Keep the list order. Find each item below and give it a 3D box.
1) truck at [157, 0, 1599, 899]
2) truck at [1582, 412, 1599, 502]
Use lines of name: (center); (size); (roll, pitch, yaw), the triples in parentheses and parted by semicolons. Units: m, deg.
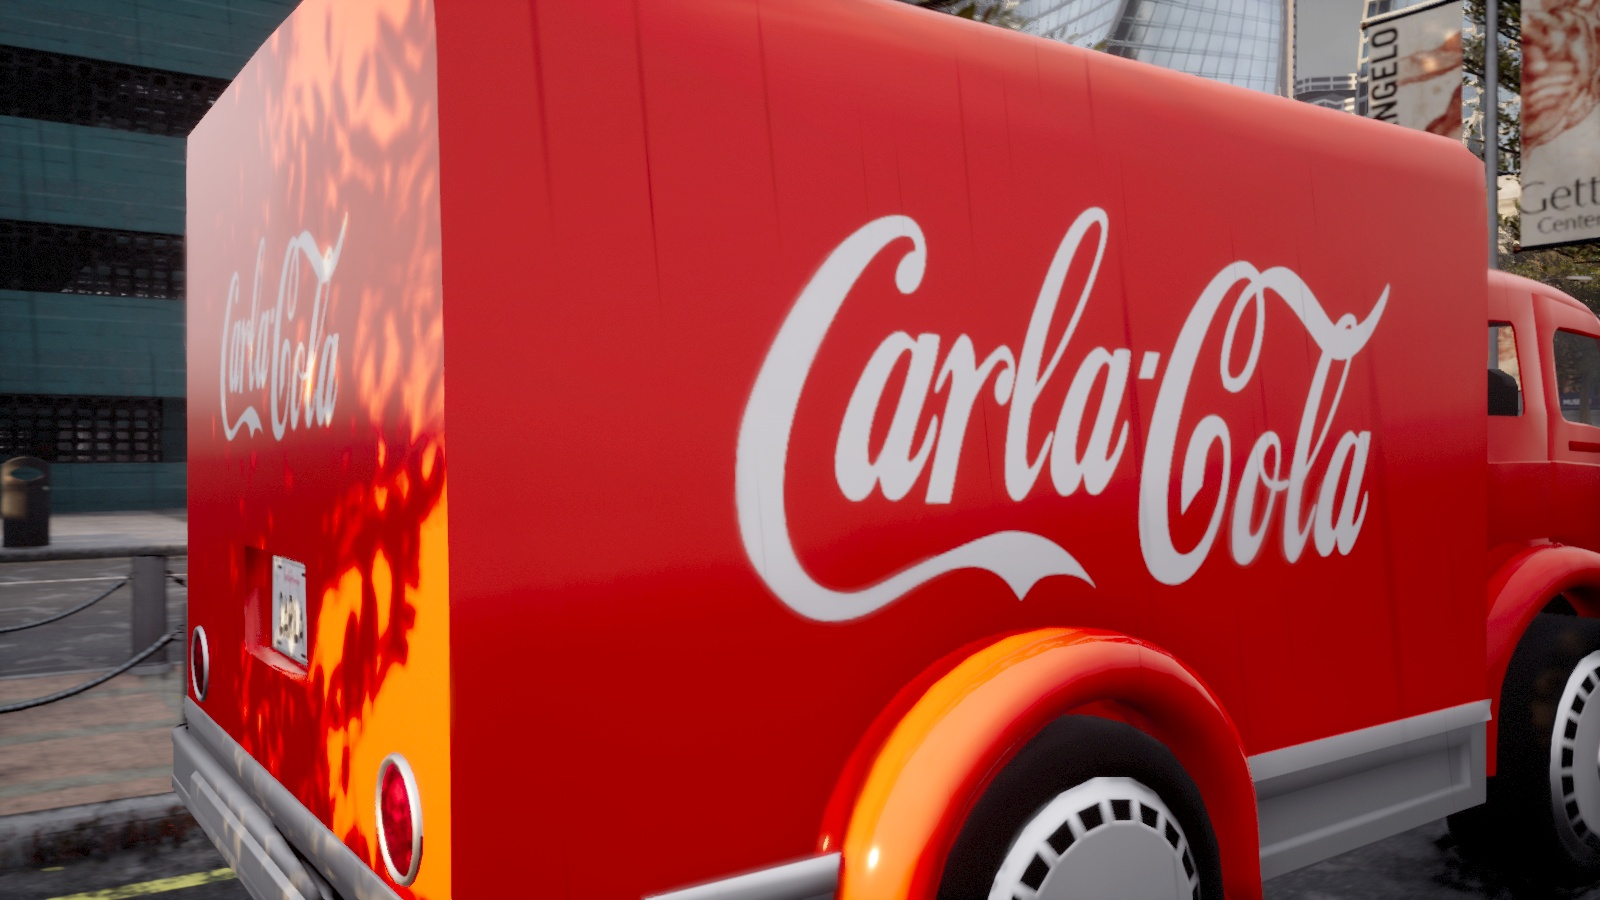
truck: (0.904, 0.255, 4.289); (5.204, 2.467, 2.627); (0, 0, -35)
truck: (24.359, 0.184, 35.989); (2.627, 2.467, 5.204); (0, 0, 39)
